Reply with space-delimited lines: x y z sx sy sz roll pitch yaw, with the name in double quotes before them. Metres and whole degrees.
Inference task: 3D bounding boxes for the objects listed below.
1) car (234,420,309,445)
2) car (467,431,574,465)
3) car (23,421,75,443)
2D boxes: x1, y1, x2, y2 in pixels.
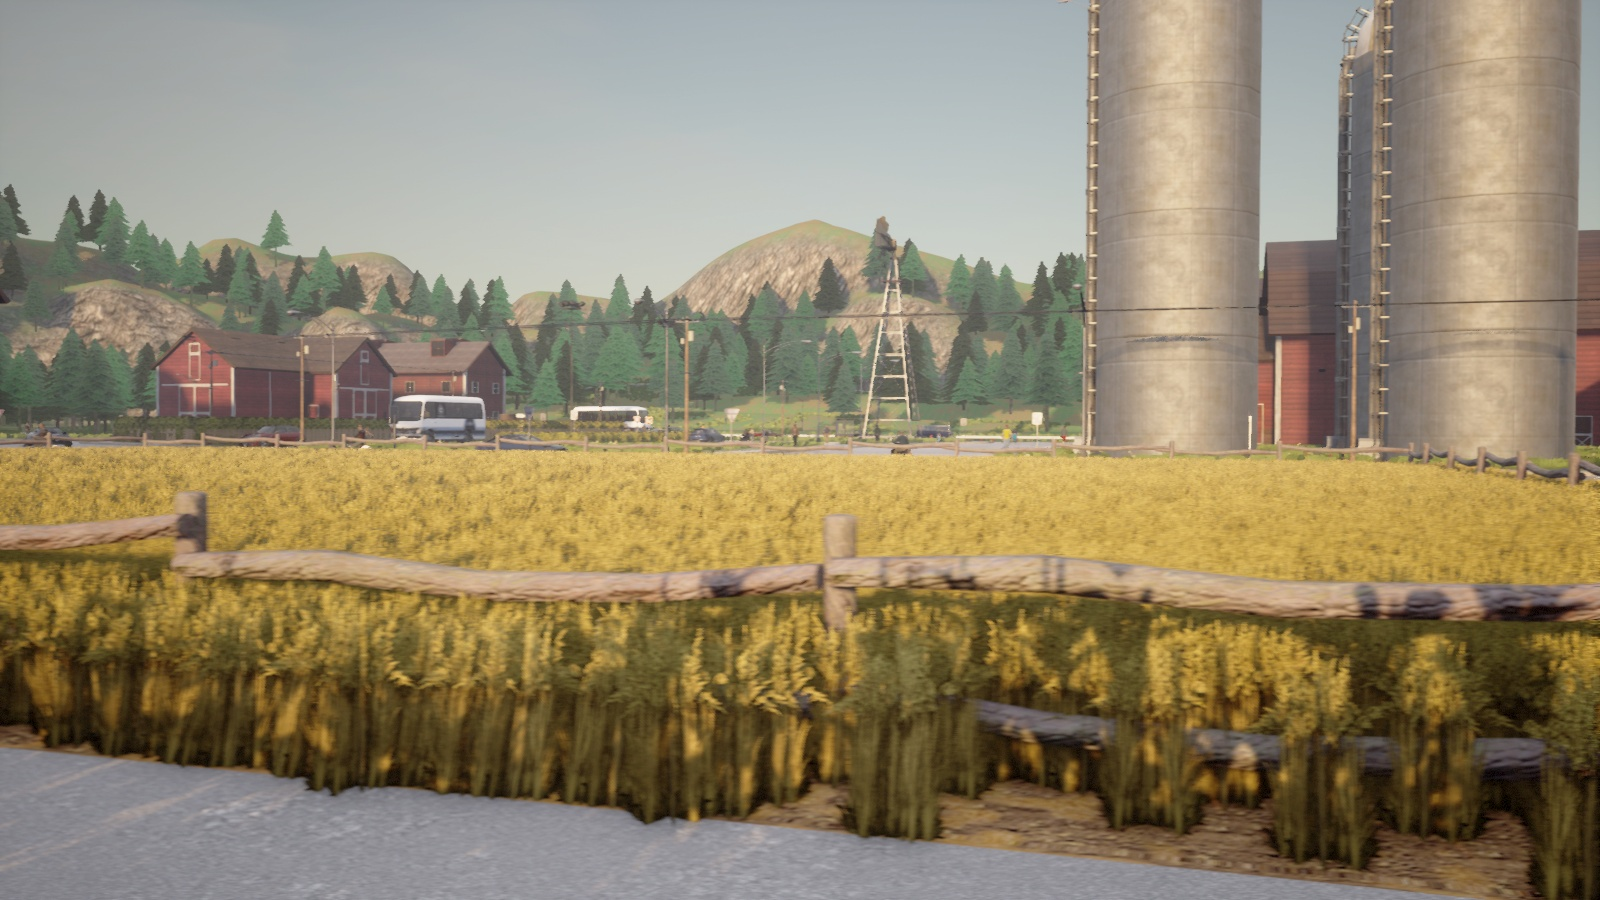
"car" -37.556 -1.248 89.321 2.097 1.767 4.553 1 1 29
"car" -12.306 -0.097 55.333 4.181 1.385 1.994 1 1 18
"car" -51.050 -1.247 85.329 4.181 1.385 1.994 2 2 43
